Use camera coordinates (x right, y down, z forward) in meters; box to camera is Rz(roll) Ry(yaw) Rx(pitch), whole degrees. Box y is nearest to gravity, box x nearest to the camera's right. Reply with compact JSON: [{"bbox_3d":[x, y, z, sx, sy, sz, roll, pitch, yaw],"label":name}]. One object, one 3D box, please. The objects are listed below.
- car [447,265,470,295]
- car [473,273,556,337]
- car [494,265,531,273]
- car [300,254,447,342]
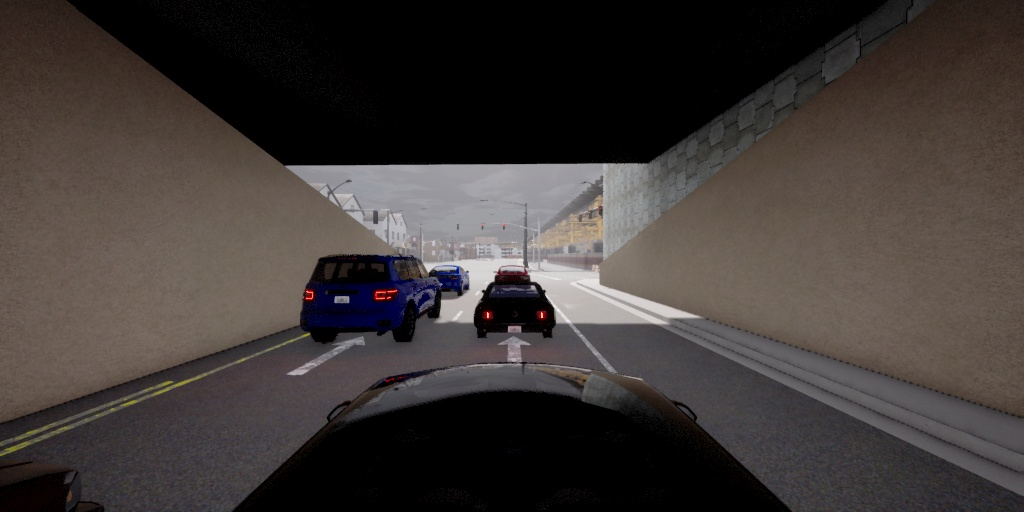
[{"bbox_3d":[-3.490,1.228,19.827,1.882,1.535,5.008,0,0,0],"label":"car"},{"bbox_3d":[0.056,1.351,10.240,1.895,1.301,4.718,0,0,0],"label":"car"},{"bbox_3d":[0.011,1.228,19.576,1.882,1.535,5.008,0,0,0],"label":"car"},{"bbox_3d":[-3.439,0.971,9.889,2.150,2.045,5.566,0,0,0],"label":"car"}]
